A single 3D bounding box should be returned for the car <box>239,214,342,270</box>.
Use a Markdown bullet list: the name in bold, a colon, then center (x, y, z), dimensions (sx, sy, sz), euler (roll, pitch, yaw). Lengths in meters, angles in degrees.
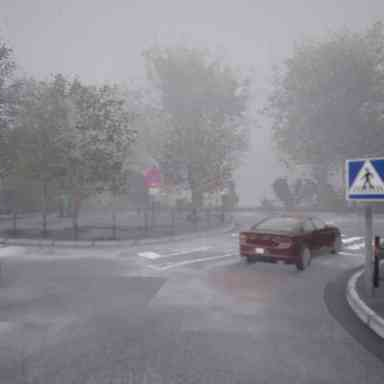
- **car**: center (3.497, 1.484, 11.299), dimensions (1.882, 1.535, 5.008), euler (-1, 0, 40)
